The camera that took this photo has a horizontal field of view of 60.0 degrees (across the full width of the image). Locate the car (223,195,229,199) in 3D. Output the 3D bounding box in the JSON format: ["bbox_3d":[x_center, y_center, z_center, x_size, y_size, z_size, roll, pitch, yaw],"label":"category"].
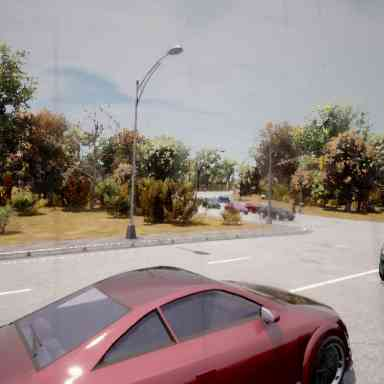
[{"bbox_3d":[6.977,1.434,73.363,1.882,1.535,5.008,2,2,-4],"label":"car"}]

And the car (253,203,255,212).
[{"bbox_3d":[8.718,2.267,48.651,1.882,1.535,5.008,2,1,-18],"label":"car"}]

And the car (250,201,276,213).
[{"bbox_3d":[11.150,2.382,52.590,1.812,1.442,4.674,3,1,-17],"label":"car"}]

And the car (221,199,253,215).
[{"bbox_3d":[5.960,2.203,45.364,1.812,1.442,4.674,3,0,-19],"label":"car"}]

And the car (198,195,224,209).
[{"bbox_3d":[3.135,1.751,54.926,2.097,1.767,4.553,3,1,-14],"label":"car"}]

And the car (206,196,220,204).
[{"bbox_3d":[4.239,1.578,68.381,1.994,1.385,4.181,2,2,-8],"label":"car"}]

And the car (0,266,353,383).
[{"bbox_3d":[-0.075,1.571,3.696,4.181,1.385,1.994,0,0,-36],"label":"car"}]

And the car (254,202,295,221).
[{"bbox_3d":[9.309,2.295,36.708,1.837,1.490,4.892,3,-1,-23],"label":"car"}]

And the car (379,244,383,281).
[{"bbox_3d":[6.942,1.485,8.756,4.553,1.767,2.097,2,-1,-36],"label":"car"}]
